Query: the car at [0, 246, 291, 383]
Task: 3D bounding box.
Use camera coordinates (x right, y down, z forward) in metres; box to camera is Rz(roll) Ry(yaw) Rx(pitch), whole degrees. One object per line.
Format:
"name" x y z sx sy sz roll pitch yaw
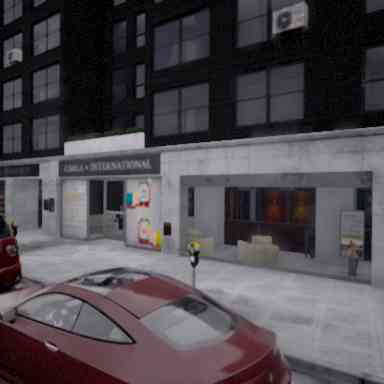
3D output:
"car" -1.030 1.560 3.817 4.206 1.307 1.802 1 0 36

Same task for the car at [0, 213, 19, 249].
"car" -5.632 1.249 7.109 5.009 1.841 2.192 1 0 36
